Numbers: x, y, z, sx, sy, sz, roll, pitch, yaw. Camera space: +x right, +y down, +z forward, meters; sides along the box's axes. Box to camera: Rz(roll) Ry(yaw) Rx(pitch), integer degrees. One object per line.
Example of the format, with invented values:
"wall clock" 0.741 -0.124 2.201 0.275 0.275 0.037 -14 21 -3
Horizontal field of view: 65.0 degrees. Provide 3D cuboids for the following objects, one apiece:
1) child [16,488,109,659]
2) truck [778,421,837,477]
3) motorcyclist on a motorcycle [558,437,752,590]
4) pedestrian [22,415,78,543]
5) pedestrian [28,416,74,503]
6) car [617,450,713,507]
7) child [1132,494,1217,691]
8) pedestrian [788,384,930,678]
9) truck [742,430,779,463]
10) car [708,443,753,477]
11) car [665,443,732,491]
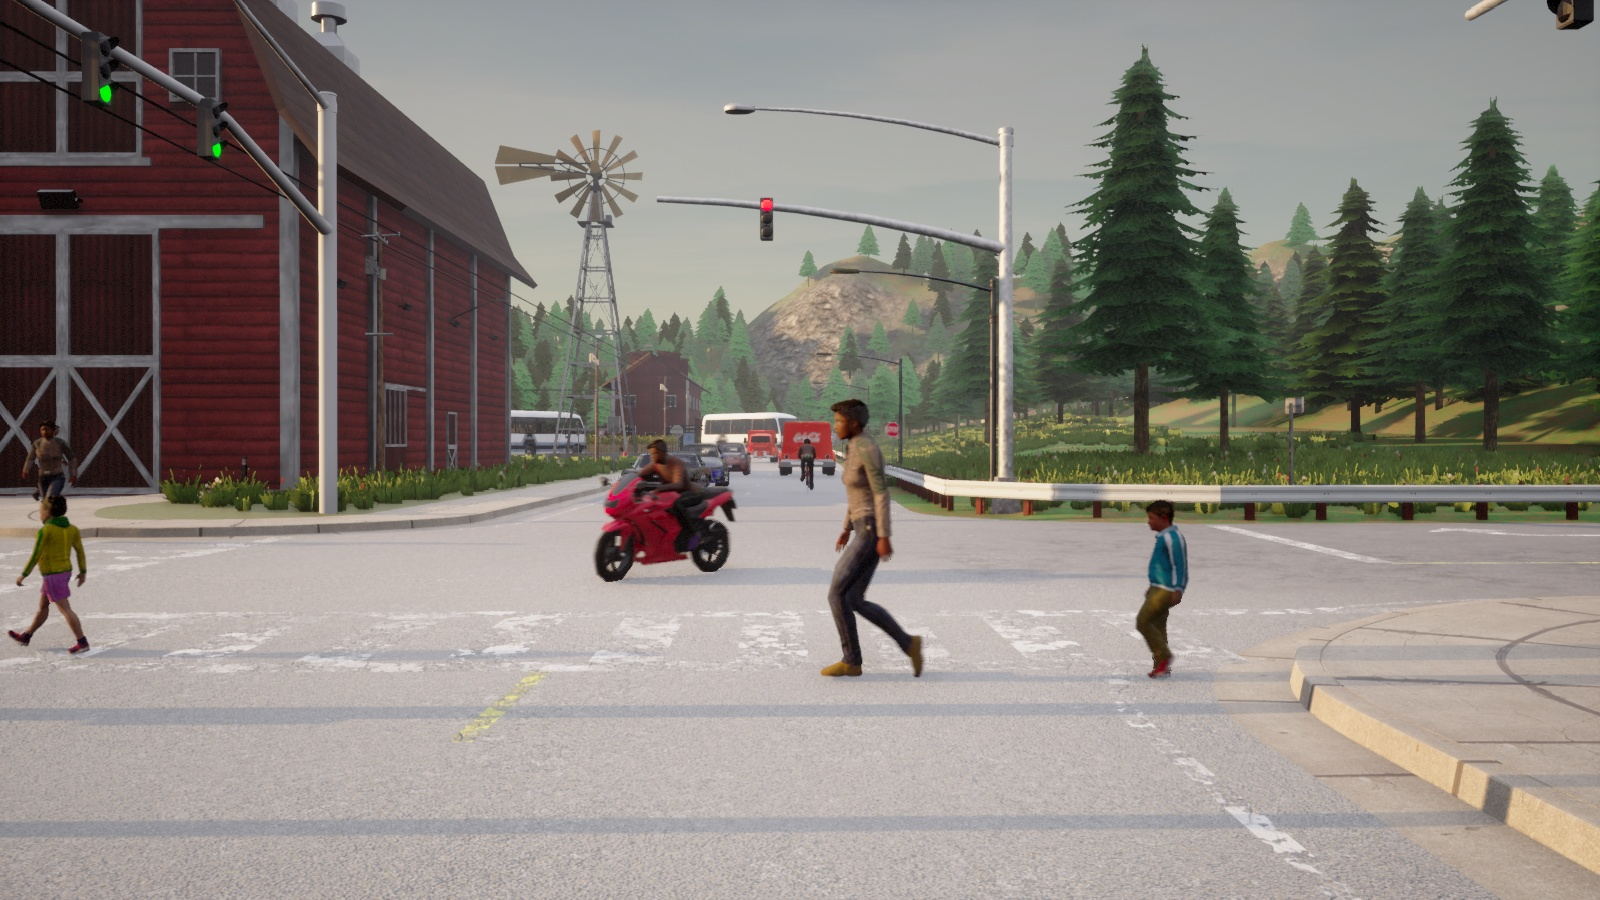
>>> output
"child" -5.146 0.851 8.769 0.473 1.160 0.299 0 0 6
"truck" 0.337 -0.068 58.252 2.627 2.467 5.204 0 0 0
"motorcyclist on a motorcycle" -1.544 0.636 13.685 0.797 1.523 2.044 3 2 42
"pedestrian" -10.820 0.411 18.127 0.328 1.805 0.869 0 0 -4
"pedestrian" -16.954 0.217 28.443 0.788 1.949 0.423 0 0 0
"car" -3.310 0.665 31.709 1.895 1.301 4.718 0 0 0
"child" 2.345 0.878 7.880 0.448 1.192 0.343 0 0 6
"pedestrian" 0.366 0.497 7.896 0.869 1.805 0.328 0 0 2
"truck" -2.955 -0.285 96.031 2.627 2.467 5.204 0 0 0
"car" -3.163 0.430 58.023 1.845 1.501 3.633 0 0 0
"car" -3.259 0.526 40.978 1.816 1.474 4.193 0 0 0
